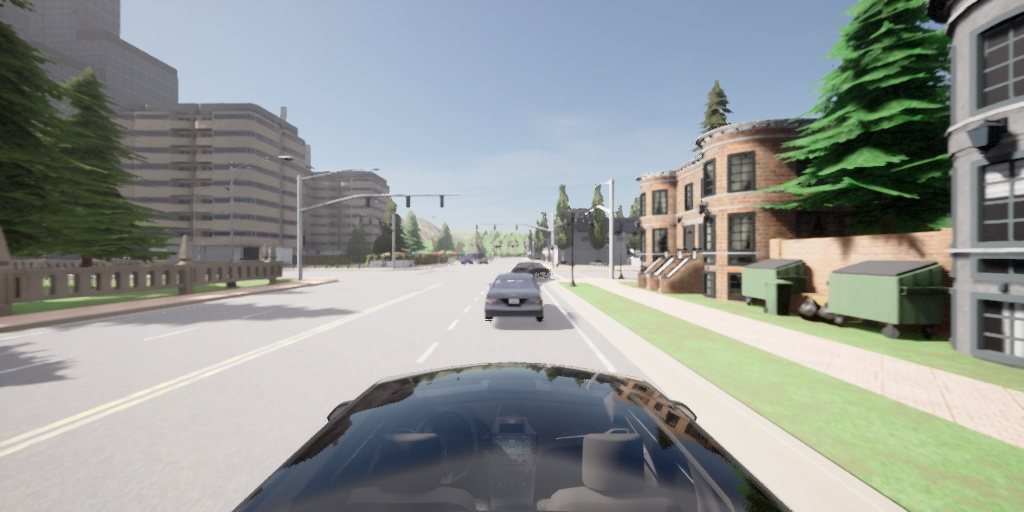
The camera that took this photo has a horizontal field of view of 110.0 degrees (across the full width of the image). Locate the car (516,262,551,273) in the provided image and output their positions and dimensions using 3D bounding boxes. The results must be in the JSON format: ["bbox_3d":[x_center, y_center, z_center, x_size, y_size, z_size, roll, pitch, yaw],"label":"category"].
[{"bbox_3d":[1.657,1.222,29.274,1.837,1.490,4.892,-1,0,26],"label":"car"}]

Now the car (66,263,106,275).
[{"bbox_3d":[-44.128,1.259,36.919,5.357,1.411,2.033,0,0,1],"label":"car"}]

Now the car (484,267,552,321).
[{"bbox_3d":[0.100,1.285,12.359,2.033,1.411,5.357,0,0,1],"label":"car"}]
